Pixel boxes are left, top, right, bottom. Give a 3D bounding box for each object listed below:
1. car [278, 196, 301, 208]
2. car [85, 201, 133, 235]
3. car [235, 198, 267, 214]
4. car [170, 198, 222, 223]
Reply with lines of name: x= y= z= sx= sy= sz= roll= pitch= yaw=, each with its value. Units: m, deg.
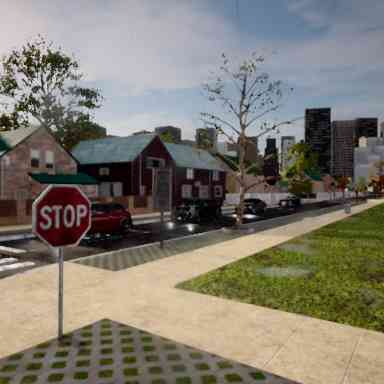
car: x=12.695 y=1.249 z=42.978 sx=2.128 sy=1.511 sz=4.902 roll=1 pitch=1 yaw=34
car: x=-5.133 y=1.273 z=16.518 sx=2.097 sy=1.767 sz=4.553 roll=1 pitch=1 yaw=35
car: x=5.902 y=1.344 z=32.911 sx=1.812 sy=1.442 sz=4.674 roll=1 pitch=1 yaw=34
car: x=0.390 y=1.222 z=24.690 sx=2.097 sy=1.767 sz=4.553 roll=1 pitch=1 yaw=34
